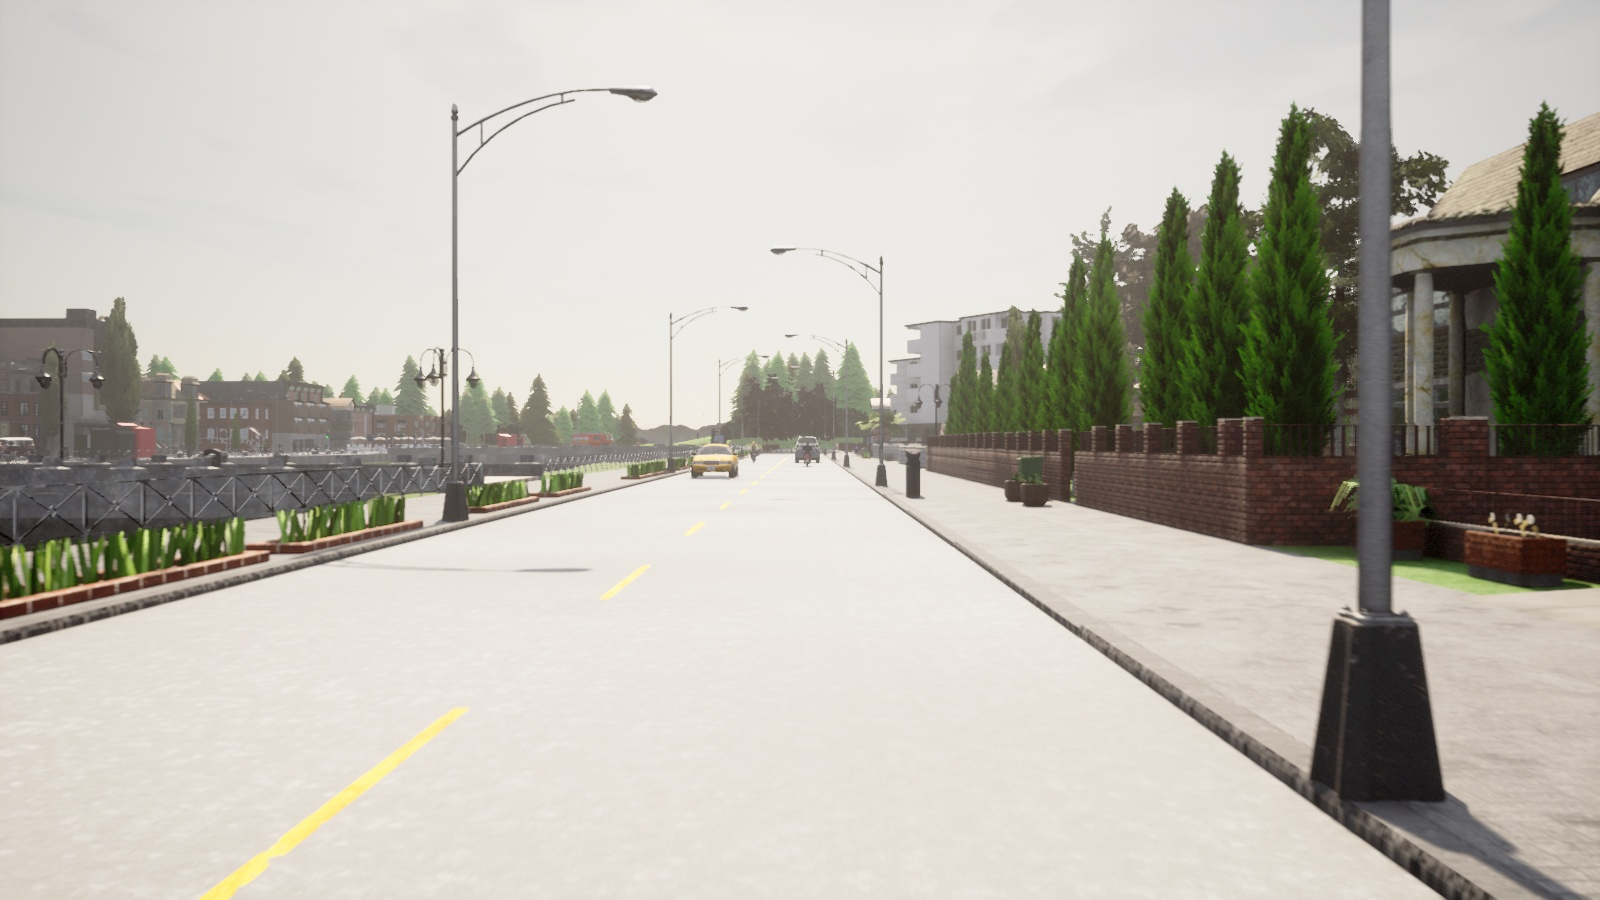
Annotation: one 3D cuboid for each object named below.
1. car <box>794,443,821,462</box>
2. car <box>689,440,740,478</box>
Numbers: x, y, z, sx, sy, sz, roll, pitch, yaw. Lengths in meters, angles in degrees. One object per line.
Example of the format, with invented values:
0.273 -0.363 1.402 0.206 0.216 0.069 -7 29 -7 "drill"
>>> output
0.564 0.176 95.253 1.970 1.475 3.806 0 0 0 "car"
-3.671 0.375 54.644 1.801 1.575 5.366 0 0 0 "car"
